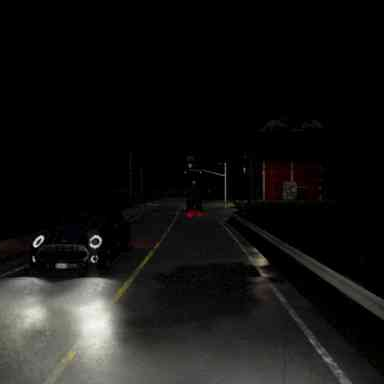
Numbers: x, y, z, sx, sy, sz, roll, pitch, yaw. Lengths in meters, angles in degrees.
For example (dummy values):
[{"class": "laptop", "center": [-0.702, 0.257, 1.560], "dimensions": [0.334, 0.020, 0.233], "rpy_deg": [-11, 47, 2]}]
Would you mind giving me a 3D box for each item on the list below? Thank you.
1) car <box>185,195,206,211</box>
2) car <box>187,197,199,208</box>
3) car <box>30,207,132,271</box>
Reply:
[{"class": "car", "center": [0.254, 1.491, 40.247], "dimensions": [2.128, 1.511, 4.902], "rpy_deg": [0, 0, -1]}, {"class": "car", "center": [0.100, 1.505, 50.180], "dimensions": [1.837, 1.490, 4.892], "rpy_deg": [0, 0, -1]}, {"class": "car", "center": [-3.386, 1.351, 10.990], "dimensions": [2.097, 1.767, 4.553], "rpy_deg": [0, 0, 1]}]
